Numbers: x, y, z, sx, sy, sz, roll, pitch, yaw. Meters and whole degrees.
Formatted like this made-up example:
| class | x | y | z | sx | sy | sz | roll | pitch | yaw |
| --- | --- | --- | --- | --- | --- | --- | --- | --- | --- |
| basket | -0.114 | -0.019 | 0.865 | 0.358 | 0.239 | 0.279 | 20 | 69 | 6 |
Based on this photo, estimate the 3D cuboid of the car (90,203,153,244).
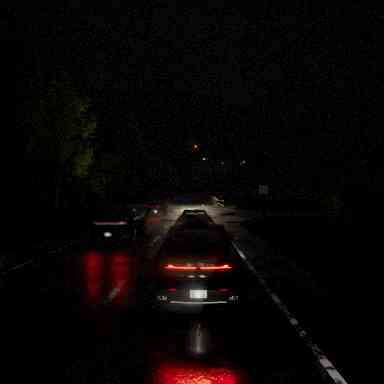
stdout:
| class | x | y | z | sx | sy | sz | roll | pitch | yaw |
| --- | --- | --- | --- | --- | --- | --- | --- | --- | --- |
| car | -3.369 | 1.494 | 15.802 | 2.128 | 1.511 | 4.902 | 0 | 0 | 0 |

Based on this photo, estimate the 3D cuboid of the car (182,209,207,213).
| class | x | y | z | sx | sy | sz | roll | pitch | yaw |
| --- | --- | --- | --- | --- | --- | --- | --- | --- | --- |
| car | 0.135 | 1.568 | 17.050 | 1.994 | 1.385 | 4.181 | 0 | 0 | 0 |

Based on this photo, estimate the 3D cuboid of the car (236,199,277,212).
| class | x | y | z | sx | sy | sz | roll | pitch | yaw |
| --- | --- | --- | --- | --- | --- | --- | --- | --- | --- |
| car | 7.831 | 1.642 | 40.564 | 5.008 | 1.535 | 1.882 | 0 | 0 | 19 |

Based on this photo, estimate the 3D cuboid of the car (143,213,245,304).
| class | x | y | z | sx | sy | sz | roll | pitch | yaw |
| --- | --- | --- | --- | --- | --- | --- | --- | --- | --- |
| car | 0.116 | 1.507 | 8.141 | 1.837 | 1.490 | 4.892 | 0 | 0 | 0 |

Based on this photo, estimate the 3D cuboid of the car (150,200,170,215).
| class | x | y | z | sx | sy | sz | roll | pitch | yaw |
| --- | --- | --- | --- | --- | --- | --- | --- | --- | --- |
| car | -3.331 | 1.513 | 33.021 | 1.837 | 1.490 | 4.892 | 0 | 1 | 0 |

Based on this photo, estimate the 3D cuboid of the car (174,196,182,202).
| class | x | y | z | sx | sy | sz | roll | pitch | yaw |
| --- | --- | --- | --- | --- | --- | --- | --- | --- | --- |
| car | -3.329 | 1.542 | 77.703 | 2.033 | 1.411 | 5.357 | 0 | 0 | 0 |
